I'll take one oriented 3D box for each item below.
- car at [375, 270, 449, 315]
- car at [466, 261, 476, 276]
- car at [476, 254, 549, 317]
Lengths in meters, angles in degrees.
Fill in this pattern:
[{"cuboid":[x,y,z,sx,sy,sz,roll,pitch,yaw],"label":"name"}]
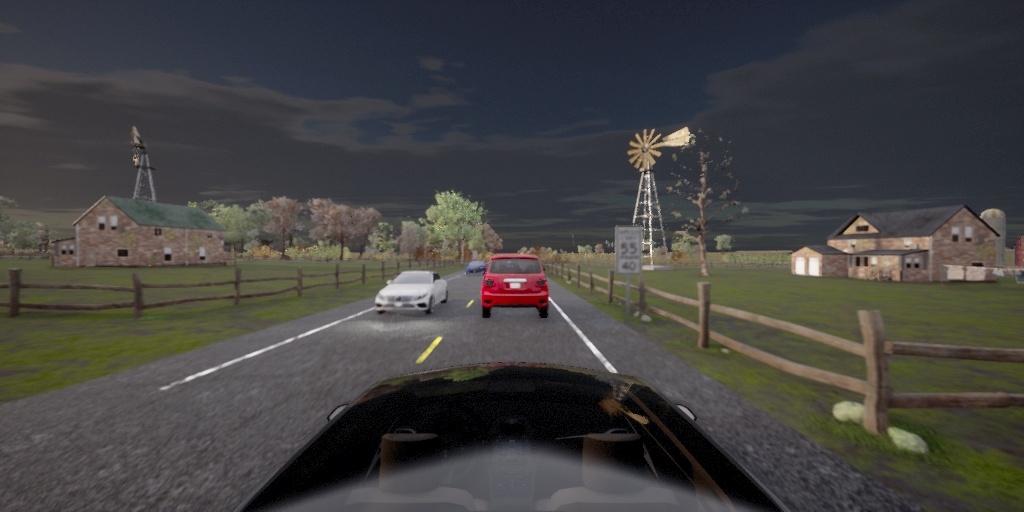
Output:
[{"cuboid":[-3.601,1.267,13.699,1.812,1.442,4.674,0,0,0],"label":"car"},{"cuboid":[-3.578,1.202,36.910,1.882,1.535,5.008,0,0,0],"label":"car"},{"cuboid":[0.096,0.963,13.281,2.150,2.045,5.566,0,0,0],"label":"car"}]
